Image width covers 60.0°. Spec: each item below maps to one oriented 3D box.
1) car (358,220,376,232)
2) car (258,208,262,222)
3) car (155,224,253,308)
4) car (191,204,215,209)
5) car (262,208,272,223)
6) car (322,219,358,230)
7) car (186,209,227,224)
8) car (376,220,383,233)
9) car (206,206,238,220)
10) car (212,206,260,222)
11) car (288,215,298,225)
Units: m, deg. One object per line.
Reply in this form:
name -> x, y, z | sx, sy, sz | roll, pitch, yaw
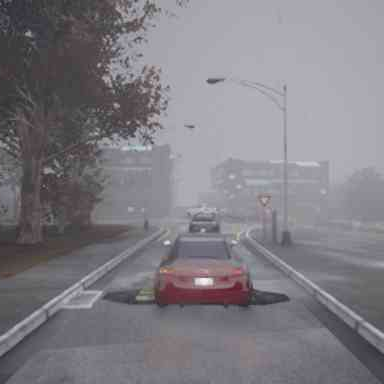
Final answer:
car -> 24.841, 5.097, 50.737 | 2.002, 1.452, 4.674 | 7, -4, -30
car -> 7.115, 3.185, 47.343 | 2.185, 1.767, 4.553 | 6, -4, -31
car -> 0.226, 1.695, 8.223 | 1.994, 1.385, 4.181 | 0, -1, 0
car -> 1.278, 2.639, 46.173 | 2.435, 2.045, 5.566 | 2, -3, -31
car -> 10.104, 3.354, 47.943 | 2.435, 2.045, 5.566 | 7, -4, -31
car -> 21.878, 4.806, 50.182 | 2.002, 1.452, 4.674 | 7, -4, -30
car -> 0.955, 2.065, 21.625 | 2.128, 1.511, 4.902 | 0, -2, 7
car -> 27.713, 5.345, 51.431 | 1.946, 1.575, 5.366 | 7, -4, -30
car -> 4.150, 2.933, 46.802 | 2.185, 1.767, 4.553 | 4, -4, -32
car -> 5.454, 2.937, 41.713 | 4.902, 1.511, 2.128 | 4, -3, -11
car -> 12.927, 3.894, 48.680 | 1.946, 1.575, 5.366 | 7, -4, -31
